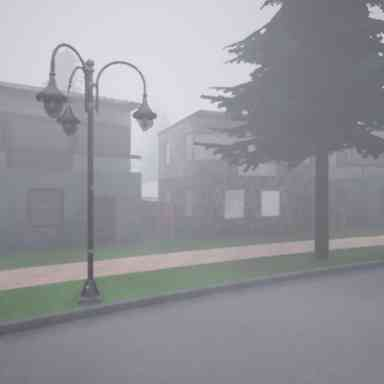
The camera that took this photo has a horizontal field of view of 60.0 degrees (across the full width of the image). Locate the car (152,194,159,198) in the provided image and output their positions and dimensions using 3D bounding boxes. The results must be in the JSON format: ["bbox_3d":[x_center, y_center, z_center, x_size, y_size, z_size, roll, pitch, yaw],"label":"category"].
[{"bbox_3d":[-8.517,1.175,78.995,1.905,1.878,3.866,0,0,-12],"label":"car"}]
